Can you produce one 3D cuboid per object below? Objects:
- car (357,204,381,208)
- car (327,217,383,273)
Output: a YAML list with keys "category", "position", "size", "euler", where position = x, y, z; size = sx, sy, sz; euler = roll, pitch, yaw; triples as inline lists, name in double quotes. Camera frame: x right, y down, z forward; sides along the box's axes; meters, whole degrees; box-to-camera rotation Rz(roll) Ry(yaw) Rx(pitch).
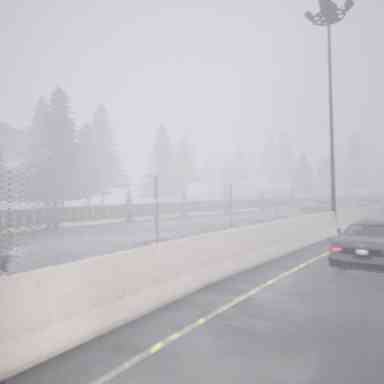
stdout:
- category: "car"
  position: [19.733, 1.373, 37.097]
  size: [4.718, 1.301, 1.895]
  euler: [-1, 0, -34]
- category: "car"
  position: [5.711, 1.477, 9.996]
  size: [2.033, 1.411, 5.357]
  euler: [-2, -1, 40]
